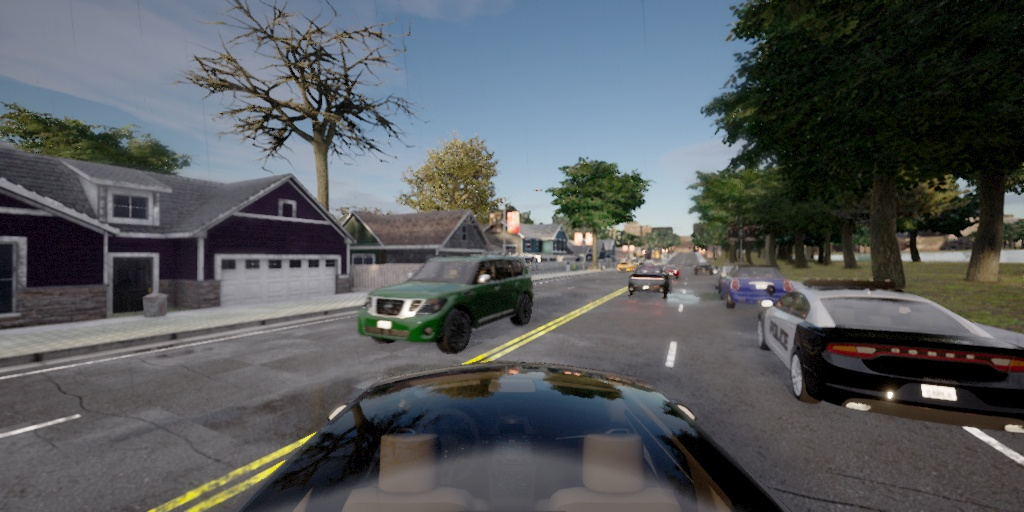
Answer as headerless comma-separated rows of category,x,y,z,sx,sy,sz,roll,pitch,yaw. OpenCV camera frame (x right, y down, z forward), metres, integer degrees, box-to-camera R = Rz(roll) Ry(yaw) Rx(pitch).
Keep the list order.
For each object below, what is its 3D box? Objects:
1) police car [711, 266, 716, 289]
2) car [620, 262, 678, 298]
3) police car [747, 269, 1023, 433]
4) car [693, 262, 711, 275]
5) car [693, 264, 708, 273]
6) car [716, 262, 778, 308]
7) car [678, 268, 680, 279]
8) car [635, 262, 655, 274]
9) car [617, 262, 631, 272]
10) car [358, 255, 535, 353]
police car,12.630,1.219,20.270,1.930,1.638,5.238,0,0,27
car,7.358,1.273,18.941,2.128,1.511,4.902,0,0,27
police car,5.482,1.183,5.952,1.930,1.638,5.238,0,0,27
car,22.731,1.526,42.546,1.837,1.490,4.892,0,-1,27
car,28.770,1.845,54.779,1.895,1.301,4.718,0,-1,27
car,9.886,1.124,14.775,2.097,1.767,4.553,0,0,27
car,15.085,1.496,34.420,1.895,1.301,4.718,0,-1,27
car,17.274,1.519,46.512,1.882,1.535,5.008,0,-1,27
car,16.625,1.598,52.472,1.882,1.535,5.008,0,-1,27
car,-1.248,0.982,9.431,2.150,2.045,5.566,0,0,27
